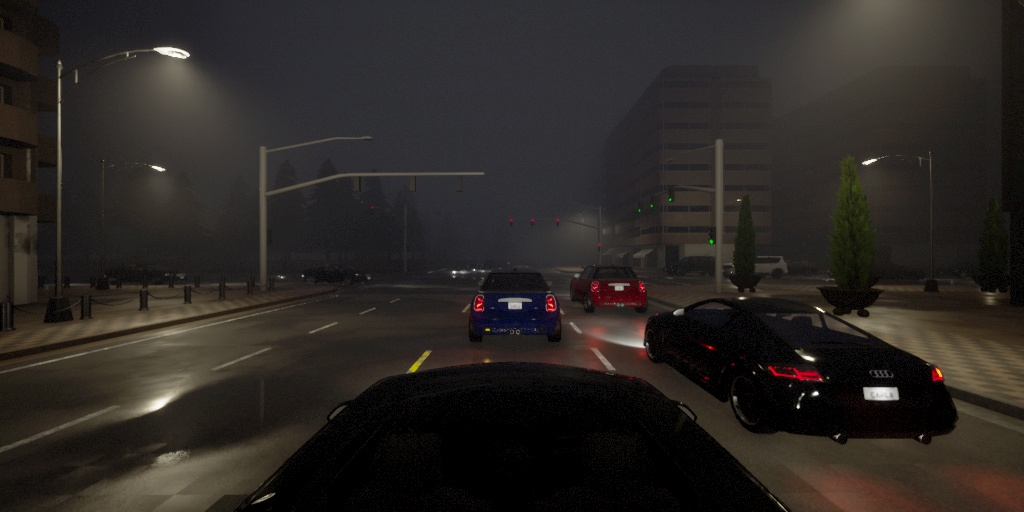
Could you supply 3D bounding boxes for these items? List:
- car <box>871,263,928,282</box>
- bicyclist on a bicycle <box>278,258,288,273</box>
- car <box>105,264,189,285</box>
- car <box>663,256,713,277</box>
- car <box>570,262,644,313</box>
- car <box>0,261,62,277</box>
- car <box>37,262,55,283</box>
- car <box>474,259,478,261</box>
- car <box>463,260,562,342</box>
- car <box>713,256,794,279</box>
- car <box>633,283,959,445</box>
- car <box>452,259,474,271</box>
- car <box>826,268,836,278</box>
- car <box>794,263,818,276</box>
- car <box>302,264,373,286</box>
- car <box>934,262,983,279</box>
[{"bbox_3d":[30.504,1.346,29.361,5.357,1.411,2.033,0,0,0],"label":"car"},{"bbox_3d":[-25.611,1.096,40.135,0.582,1.620,1.656,0,0,0],"label":"bicyclist on a bicycle"},{"bbox_3d":[-26.033,1.291,25.650,4.902,1.511,2.128,0,0,0],"label":"car"},{"bbox_3d":[18.422,1.018,36.520,5.566,2.045,2.150,0,0,0],"label":"car"},{"bbox_3d":[3.606,1.099,14.151,2.097,1.767,4.553,0,0,0],"label":"car"},{"bbox_3d":[-49.354,1.289,36.261,4.902,1.511,2.128,0,0,0],"label":"car"},{"bbox_3d":[-36.301,1.291,25.616,4.902,1.511,2.128,0,0,0],"label":"car"},{"bbox_3d":[-6.246,1.240,57.557,1.837,1.490,4.892,0,0,7],"label":"car"},{"bbox_3d":[0.083,1.100,9.923,2.097,1.767,4.553,0,0,0],"label":"car"},{"bbox_3d":[22.169,1.019,33.035,5.566,2.045,2.150,0,0,0],"label":"car"},{"bbox_3d":[3.607,1.313,5.510,1.994,1.385,4.181,0,0,0],"label":"car"},{"bbox_3d":[-6.859,1.301,48.668,1.994,1.385,4.181,0,0,2],"label":"car"},{"bbox_3d":[31.806,1.323,33.068,4.674,1.442,1.812,0,0,0],"label":"car"},{"bbox_3d":[28.181,1.397,36.557,4.718,1.301,1.895,0,0,0],"label":"car"},{"bbox_3d":[-12.075,1.275,24.859,4.902,1.511,2.128,-1,0,13],"label":"car"},{"bbox_3d":[42.130,1.275,33.091,5.008,1.535,1.882,0,0,0],"label":"car"}]
